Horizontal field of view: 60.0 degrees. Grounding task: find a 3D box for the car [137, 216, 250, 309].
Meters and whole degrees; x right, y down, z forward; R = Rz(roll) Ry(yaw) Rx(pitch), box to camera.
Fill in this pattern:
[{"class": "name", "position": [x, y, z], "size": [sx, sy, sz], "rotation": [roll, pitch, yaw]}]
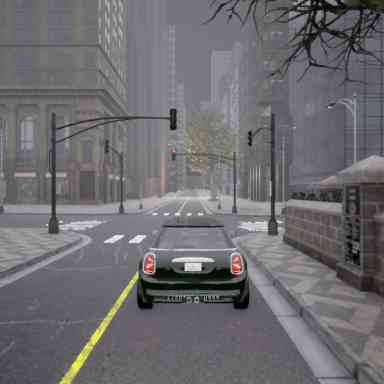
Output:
[{"class": "car", "position": [0.034, 1.352, 8.041], "size": [2.097, 1.767, 4.553], "rotation": [0, 0, 0]}]
